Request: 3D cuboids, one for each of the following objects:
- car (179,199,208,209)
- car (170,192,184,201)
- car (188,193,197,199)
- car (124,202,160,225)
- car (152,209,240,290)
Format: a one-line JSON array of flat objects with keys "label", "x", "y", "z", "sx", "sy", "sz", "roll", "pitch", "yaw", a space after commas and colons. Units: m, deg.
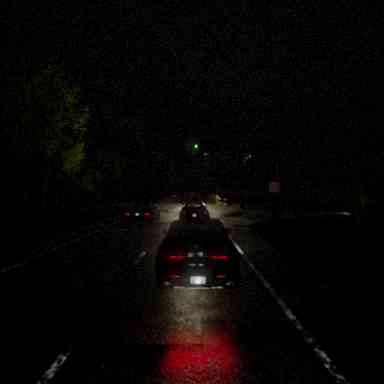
[{"label": "car", "x": 0.161, "y": 1.415, "z": 23.058, "sx": 1.994, "sy": 1.385, "sz": 4.181, "roll": 0, "pitch": 1, "yaw": 0}, {"label": "car", "x": -3.225, "y": 1.051, "z": 65.957, "sx": 2.128, "sy": 1.511, "sz": 4.902, "roll": 0, "pitch": 0, "yaw": 0}, {"label": "car", "x": 0.208, "y": 0.956, "z": 78.029, "sx": 1.882, "sy": 1.535, "sz": 5.008, "roll": 0, "pitch": 0, "yaw": 0}, {"label": "car", "x": -3.339, "y": 1.399, "z": 22.849, "sx": 2.033, "sy": 1.411, "sz": 5.357, "roll": 0, "pitch": 0, "yaw": 0}, {"label": "car", "x": 0.122, "y": 1.447, "z": 8.899, "sx": 1.837, "sy": 1.490, "sz": 4.892, "roll": 0, "pitch": 1, "yaw": 0}]
